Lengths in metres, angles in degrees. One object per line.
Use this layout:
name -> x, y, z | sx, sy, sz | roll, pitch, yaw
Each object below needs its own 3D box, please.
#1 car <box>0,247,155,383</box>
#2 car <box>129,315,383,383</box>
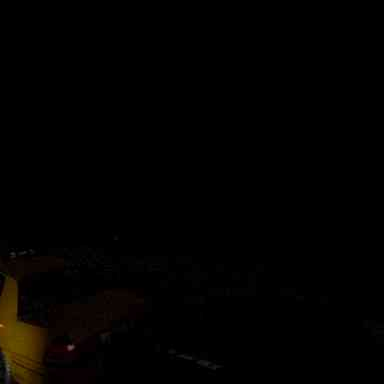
car -> -2.697, 1.524, 5.012 | 4.829, 1.417, 1.752 | 0, 1, 35
car -> 1.990, 1.551, 1.672 | 4.403, 1.369, 2.008 | 0, 1, 35
